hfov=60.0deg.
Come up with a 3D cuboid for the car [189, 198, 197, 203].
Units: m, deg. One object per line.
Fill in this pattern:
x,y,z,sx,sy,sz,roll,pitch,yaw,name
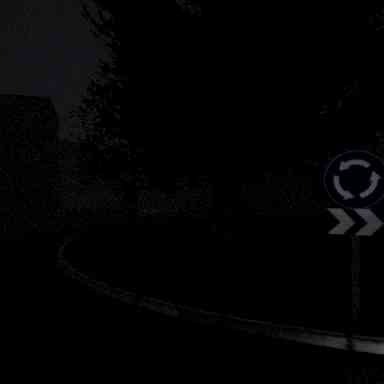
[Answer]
1.201,2.118,81.312,1.882,1.535,5.008,0,-1,36,car
